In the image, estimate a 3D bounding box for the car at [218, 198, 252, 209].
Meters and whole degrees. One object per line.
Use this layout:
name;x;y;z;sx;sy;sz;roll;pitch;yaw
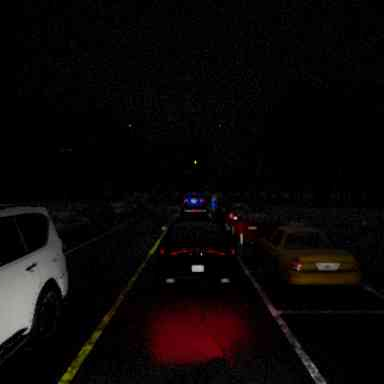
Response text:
car;2.821;1.336;19.814;1.967;1.590;4.097;0;0;0

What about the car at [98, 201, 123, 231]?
car;-5.704;1.461;19.843;1.947;1.339;4.313;0;0;0

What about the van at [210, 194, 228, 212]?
van;2.874;1.154;36.126;1.690;1.788;3.998;0;0;0

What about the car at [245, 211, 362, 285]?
car;2.785;1.476;9.109;1.752;1.417;4.829;0;0;0

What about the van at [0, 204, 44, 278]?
van;-5.741;1.292;8.967;1.690;1.788;3.998;0;0;0

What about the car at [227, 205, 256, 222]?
car;2.803;1.468;14.377;1.887;1.381;4.507;0;0;0

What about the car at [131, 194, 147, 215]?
car;-5.669;1.280;30.717;1.967;1.590;4.097;0;0;0

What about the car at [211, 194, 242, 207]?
car;2.838;1.183;25.251;2.192;1.841;5.009;0;0;0

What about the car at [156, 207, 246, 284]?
car;0.124;1.427;9.415;1.882;1.535;5.008;0;0;0

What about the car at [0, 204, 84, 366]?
car;-3.096;1.203;3.262;2.150;2.045;5.566;0;0;0

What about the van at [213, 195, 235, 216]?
van;2.856;1.182;30.689;1.690;1.788;3.998;0;0;0

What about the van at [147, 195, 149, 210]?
van;-5.651;1.154;36.154;1.690;1.788;3.998;0;0;0

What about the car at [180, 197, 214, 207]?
car;0.170;1.370;23.233;2.128;1.511;4.902;0;0;0

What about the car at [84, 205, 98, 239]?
car;-5.723;1.449;14.236;1.752;1.417;4.829;0;0;0

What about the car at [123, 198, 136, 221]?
car;-5.687;1.393;25.110;1.752;1.417;4.829;0;0;0

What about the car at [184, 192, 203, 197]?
car;0.130;1.046;33.974;2.150;2.045;5.566;0;0;-1
